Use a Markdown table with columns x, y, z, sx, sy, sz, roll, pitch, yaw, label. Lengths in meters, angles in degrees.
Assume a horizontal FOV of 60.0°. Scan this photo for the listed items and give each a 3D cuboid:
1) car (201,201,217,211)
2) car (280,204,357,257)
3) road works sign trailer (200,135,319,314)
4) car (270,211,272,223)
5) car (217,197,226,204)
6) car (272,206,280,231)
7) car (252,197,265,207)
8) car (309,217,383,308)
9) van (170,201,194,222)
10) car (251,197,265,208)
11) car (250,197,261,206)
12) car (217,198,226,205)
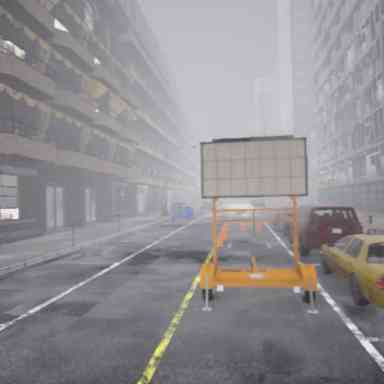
| x | y | z | sx | sy | sz | roll | pitch | yaw | label |
| --- | --- | --- | --- | --- | --- | --- | --- | --- | --- |
| 2.411 | 2.208 | 52.430 | 1.802 | 1.307 | 4.206 | -1 | -1 | 9 | car |
| 4.974 | 1.355 | 12.961 | 2.192 | 1.841 | 5.009 | -1 | -1 | 9 | car |
| 1.443 | 0.525 | 7.786 | 2.380 | 3.560 | 2.880 | -1 | -1 | 8 | road works sign trailer |
| 6.610 | 1.683 | 23.884 | 1.887 | 1.381 | 4.507 | -1 | -1 | 9 | car |
| 8.129 | 2.386 | 90.666 | 2.192 | 1.841 | 5.009 | -1 | -1 | 9 | car |
| 5.793 | 1.654 | 18.420 | 1.947 | 1.339 | 4.313 | -1 | -1 | 9 | car |
| 12.328 | 1.849 | 62.118 | 2.192 | 1.841 | 5.009 | -1 | -1 | 9 | car |
| 4.184 | 1.520 | 7.667 | 1.752 | 1.417 | 4.829 | -1 | -1 | 9 | car |
| -0.860 | 1.744 | 30.586 | 1.690 | 1.788 | 3.998 | -1 | -1 | 9 | van |
| 11.513 | 2.039 | 56.653 | 1.947 | 1.339 | 4.313 | -1 | -1 | 9 | car |
| 13.962 | 1.973 | 73.042 | 2.192 | 1.841 | 5.009 | -1 | -1 | 9 | car |
| 6.497 | 2.480 | 79.738 | 1.887 | 1.381 | 4.507 | -1 | -1 | 9 | car |
